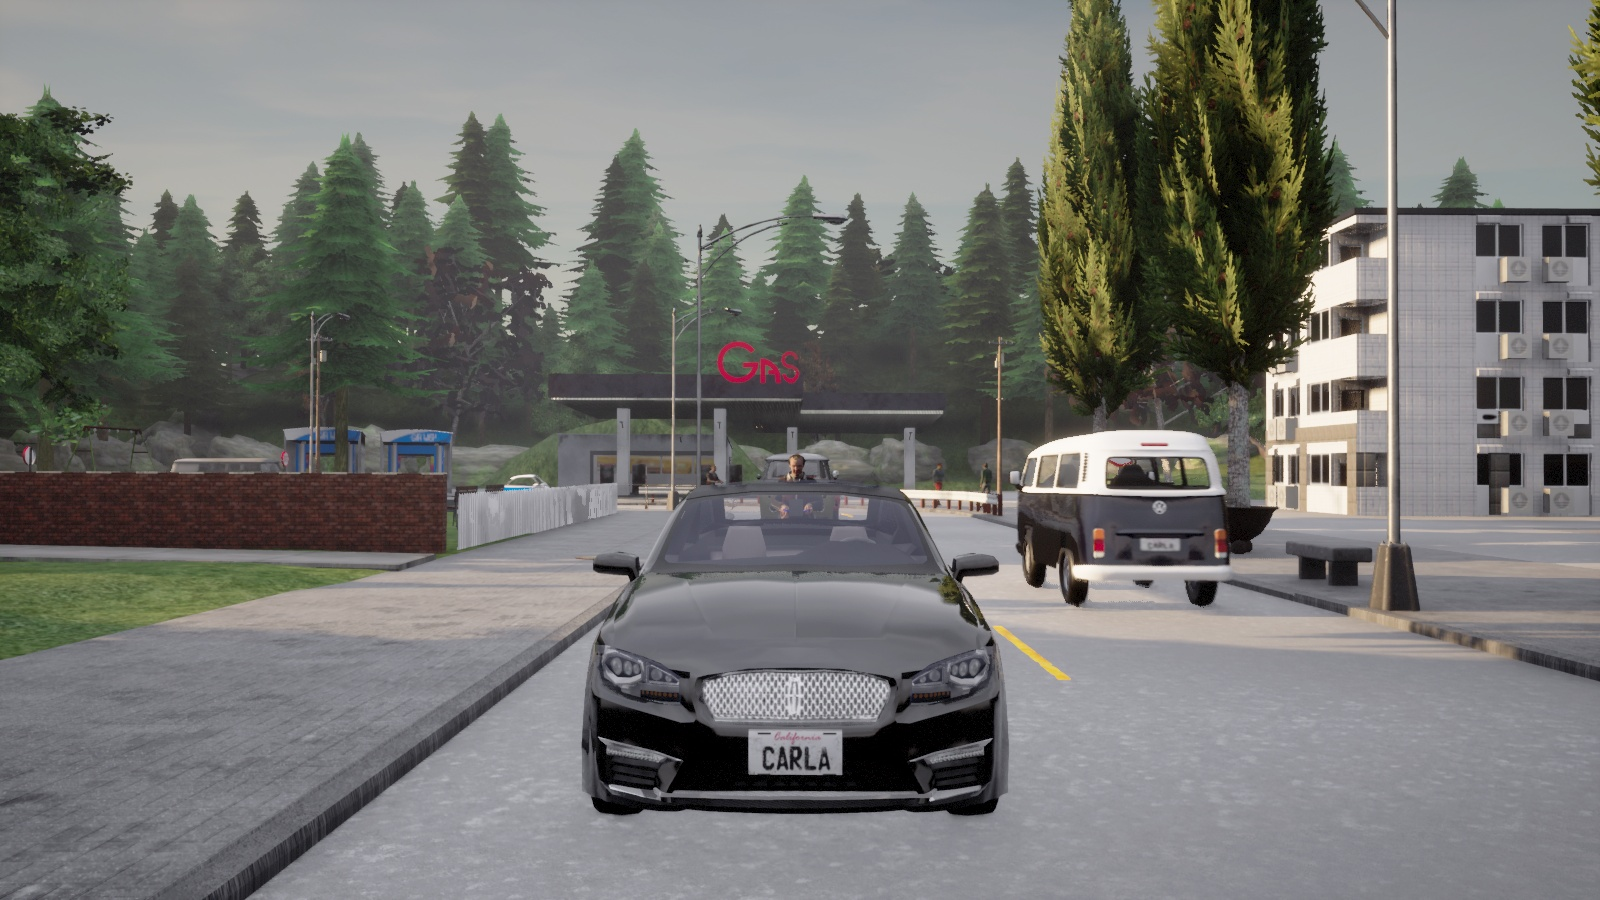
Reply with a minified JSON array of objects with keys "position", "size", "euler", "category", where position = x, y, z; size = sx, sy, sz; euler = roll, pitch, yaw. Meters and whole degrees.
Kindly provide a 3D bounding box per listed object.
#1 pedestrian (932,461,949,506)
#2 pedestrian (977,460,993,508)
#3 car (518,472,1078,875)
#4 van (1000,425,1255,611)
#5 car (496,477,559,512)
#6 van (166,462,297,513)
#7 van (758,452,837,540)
[{"position":[5.748,1.364,51.500],"size":[0.353,1.847,0.614],"euler":[1,-1,-41],"category":"pedestrian"},{"position":[7.094,1.301,48.157],"size":[0.353,1.847,0.614],"euler":[0,-1,-23],"category":"pedestrian"},{"position":[-0.017,0.892,7.230],"size":[2.128,1.511,4.902],"euler":[0,-1,0],"category":"car"},{"position":[3.964,0.790,16.073],"size":[2.069,2.038,4.480],"euler":[0,-1,0],"category":"van"},{"position":[-10.873,1.755,50.193],"size":[2.207,1.376,1.481],"euler":[0,-1,0],"category":"car"},{"position":[-22.650,1.498,50.149],"size":[4.442,1.987,1.775],"euler":[0,-1,0],"category":"van"},{"position":[-0.066,1.082,30.718],"size":[1.775,1.987,4.442],"euler":[0,-1,0],"category":"van"}]
